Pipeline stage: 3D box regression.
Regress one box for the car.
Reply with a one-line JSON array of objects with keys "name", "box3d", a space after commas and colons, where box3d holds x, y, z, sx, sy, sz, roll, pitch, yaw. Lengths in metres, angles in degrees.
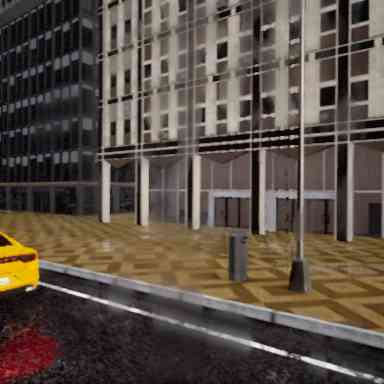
[{"name": "car", "box3d": [-5.506, 1.492, 7.578, 5.008, 1.535, 1.882, 0, 0, 36]}]
